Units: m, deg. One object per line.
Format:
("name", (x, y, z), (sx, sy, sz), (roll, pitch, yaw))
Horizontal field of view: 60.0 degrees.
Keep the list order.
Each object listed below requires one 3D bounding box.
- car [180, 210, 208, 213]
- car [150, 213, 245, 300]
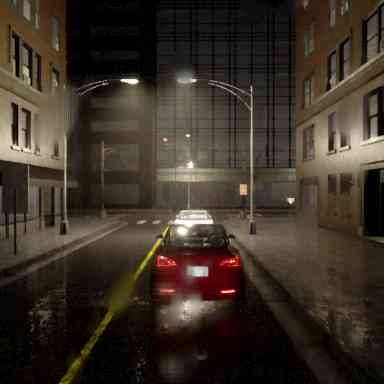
("car", (0.096, 1.602, 17.464), (1.895, 1.301, 4.718), (0, 0, 0))
("car", (0.107, 1.504, 8.449), (2.163, 1.488, 4.792), (0, 0, 0))
